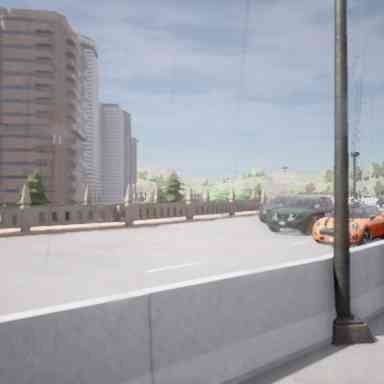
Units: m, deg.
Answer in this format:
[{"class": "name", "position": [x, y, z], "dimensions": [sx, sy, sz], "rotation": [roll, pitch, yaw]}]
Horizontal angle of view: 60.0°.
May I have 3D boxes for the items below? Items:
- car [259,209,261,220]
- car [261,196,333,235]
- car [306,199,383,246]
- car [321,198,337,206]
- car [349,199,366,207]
[{"class": "car", "position": [7.227, 1.312, 25.473], "dimensions": [2.150, 2.045, 5.566], "rotation": [0, 0, 40]}, {"class": "car", "position": [6.611, 1.290, 19.521], "dimensions": [2.150, 2.045, 5.566], "rotation": [0, 0, 43]}, {"class": "car", "position": [7.466, 1.403, 15.466], "dimensions": [2.097, 1.767, 4.553], "rotation": [0, 0, 44]}, {"class": "car", "position": [25.863, 1.818, 62.963], "dimensions": [1.895, 1.301, 4.718], "rotation": [0, 0, 12]}, {"class": "car", "position": [27.353, 1.776, 55.132], "dimensions": [1.895, 1.301, 4.718], "rotation": [0, 0, 18]}]
